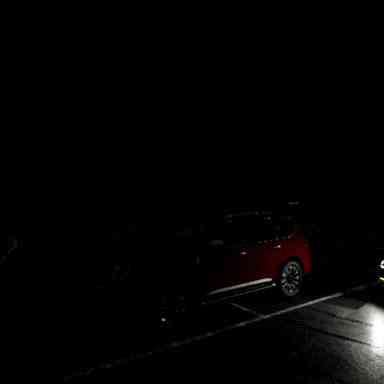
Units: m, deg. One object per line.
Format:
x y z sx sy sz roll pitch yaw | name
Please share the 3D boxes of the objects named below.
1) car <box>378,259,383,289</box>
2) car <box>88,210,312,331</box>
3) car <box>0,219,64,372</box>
6.295 1.561 7.868 4.892 1.490 1.837 0 0 -35 | car
0.469 1.341 7.101 5.009 1.841 2.192 0 0 -35 | car
-4.122 1.308 3.827 5.009 1.841 2.192 0 0 -35 | car
